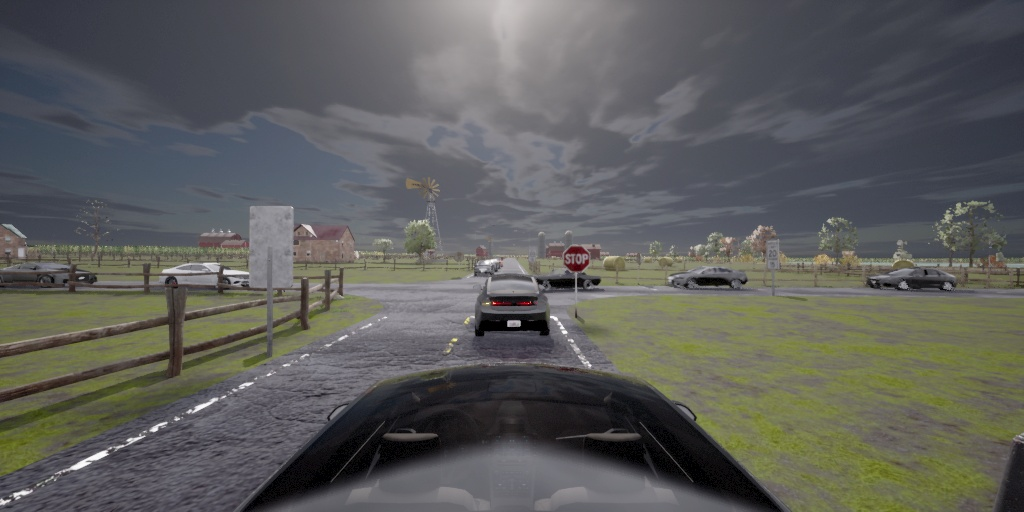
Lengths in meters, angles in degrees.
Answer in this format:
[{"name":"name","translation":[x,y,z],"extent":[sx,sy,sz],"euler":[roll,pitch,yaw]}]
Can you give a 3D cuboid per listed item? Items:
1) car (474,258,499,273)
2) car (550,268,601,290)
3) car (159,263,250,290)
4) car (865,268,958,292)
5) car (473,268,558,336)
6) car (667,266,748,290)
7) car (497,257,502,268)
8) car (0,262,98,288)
[{"name":"car","translation":[-2.809,1.243,37.069],"extent":[2.128,1.511,4.902],"euler":[0,0,0]},{"name":"car","translation":[2.904,1.389,21.449],"extent":[4.718,1.301,1.895],"euler":[1,-1,-26]},{"name":"car","translation":[-17.217,1.103,20.359],"extent":[4.674,1.442,1.812],"euler":[1,-1,-1]},{"name":"car","translation":[26.468,1.540,23.843],"extent":[4.892,1.490,1.837],"euler":[1,-1,-1]},{"name":"car","translation":[-0.061,1.256,10.378],"extent":[1.837,1.490,4.892],"euler":[0,0,-3]},{"name":"car","translation":[12.830,1.395,23.634],"extent":[4.902,1.511,2.128],"euler":[0,-1,-2]},{"name":"car","translation":[-2.789,1.241,46.514],"extent":[2.128,1.511,4.902],"euler":[0,0,0]},{"name":"car","translation":[-26.338,1.048,20.250],"extent":[4.181,1.385,1.994],"euler":[1,-1,-1]}]
